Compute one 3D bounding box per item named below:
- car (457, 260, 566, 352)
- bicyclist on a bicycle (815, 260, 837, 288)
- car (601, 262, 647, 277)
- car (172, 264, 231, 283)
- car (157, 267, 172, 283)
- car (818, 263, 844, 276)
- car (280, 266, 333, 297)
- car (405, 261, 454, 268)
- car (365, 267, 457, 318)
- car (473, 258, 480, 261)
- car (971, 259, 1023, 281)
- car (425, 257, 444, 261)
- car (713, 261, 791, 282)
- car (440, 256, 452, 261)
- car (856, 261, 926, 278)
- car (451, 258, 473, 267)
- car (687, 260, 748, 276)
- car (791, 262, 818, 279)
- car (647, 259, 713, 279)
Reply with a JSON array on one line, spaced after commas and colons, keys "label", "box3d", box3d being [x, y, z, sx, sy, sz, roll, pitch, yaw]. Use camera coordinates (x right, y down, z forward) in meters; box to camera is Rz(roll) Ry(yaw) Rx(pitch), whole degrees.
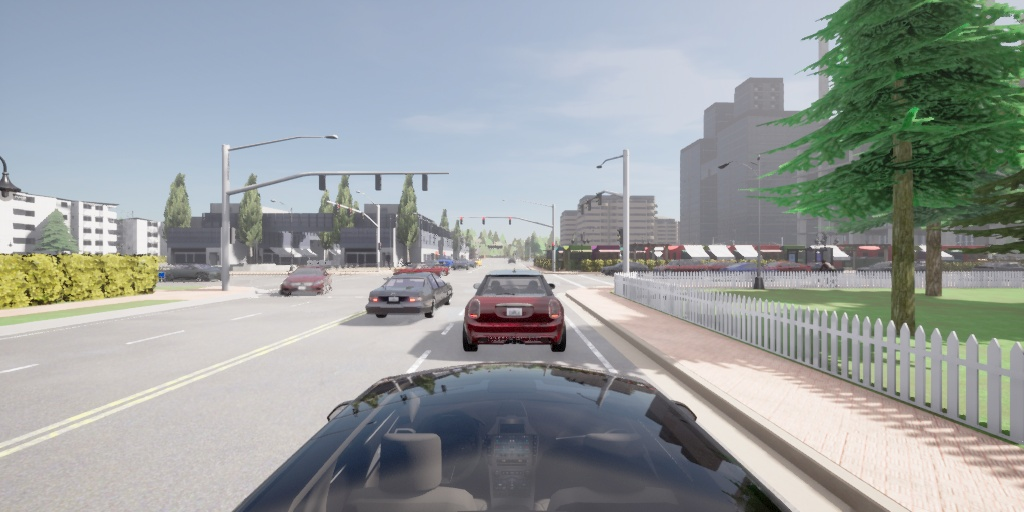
[{"label": "car", "box3d": [0.063, 1.102, 9.079, 2.097, 1.767, 4.553, 0, 0, 0]}, {"label": "bicyclist on a bicycle", "box3d": [18.788, 1.052, 21.438, 0.582, 1.620, 1.656, 0, 0, -1]}, {"label": "car", "box3d": [11.225, 1.276, 35.716, 4.674, 1.442, 1.812, 0, 0, -1]}, {"label": "car", "box3d": [-24.423, 1.314, 27.769, 4.181, 1.385, 1.994, 0, 0, -2]}, {"label": "car", "box3d": [-26.907, 0.970, 24.175, 5.566, 2.045, 2.150, 0, 0, -1]}, {"label": "car", "box3d": [30.449, 1.351, 36.217, 4.718, 1.301, 1.895, 0, 0, -1]}, {"label": "car", "box3d": [-10.870, 1.276, 19.362, 1.812, 1.442, 4.674, 1, 0, -20]}, {"label": "car", "box3d": [-7.953, 1.351, 31.832, 4.718, 1.301, 1.895, 0, 0, -38]}, {"label": "car", "box3d": [-3.420, 1.297, 12.913, 2.033, 1.411, 5.357, 0, 0, 0]}, {"label": "car", "box3d": [-7.093, 1.297, 60.328, 2.033, 1.411, 5.357, 0, 0, 0]}, {"label": "car", "box3d": [40.651, 1.241, 29.280, 4.902, 1.511, 2.128, 0, 0, -1]}, {"label": "car", "box3d": [-10.609, 1.255, 46.508, 1.837, 1.490, 4.892, 0, 0, 0]}, {"label": "car", "box3d": [19.142, 1.275, 28.734, 4.674, 1.442, 1.812, 0, 0, -1]}, {"label": "car", "box3d": [-10.602, 0.971, 56.369, 2.150, 2.045, 5.566, 0, 0, 0]}, {"label": "car", "box3d": [34.349, 1.255, 32.806, 4.892, 1.490, 1.837, 0, 0, -1]}, {"label": "car", "box3d": [-7.108, 1.314, 51.085, 1.994, 1.385, 4.181, 0, 0, 0]}, {"label": "car", "box3d": [20.550, 1.227, 35.971, 5.008, 1.535, 1.882, 0, 0, -1]}, {"label": "car", "box3d": [24.287, 1.227, 32.561, 5.008, 1.535, 1.882, 0, 0, -1]}, {"label": "car", "box3d": [15.074, 1.102, 32.329, 4.553, 1.767, 2.097, 0, 0, -1]}]
